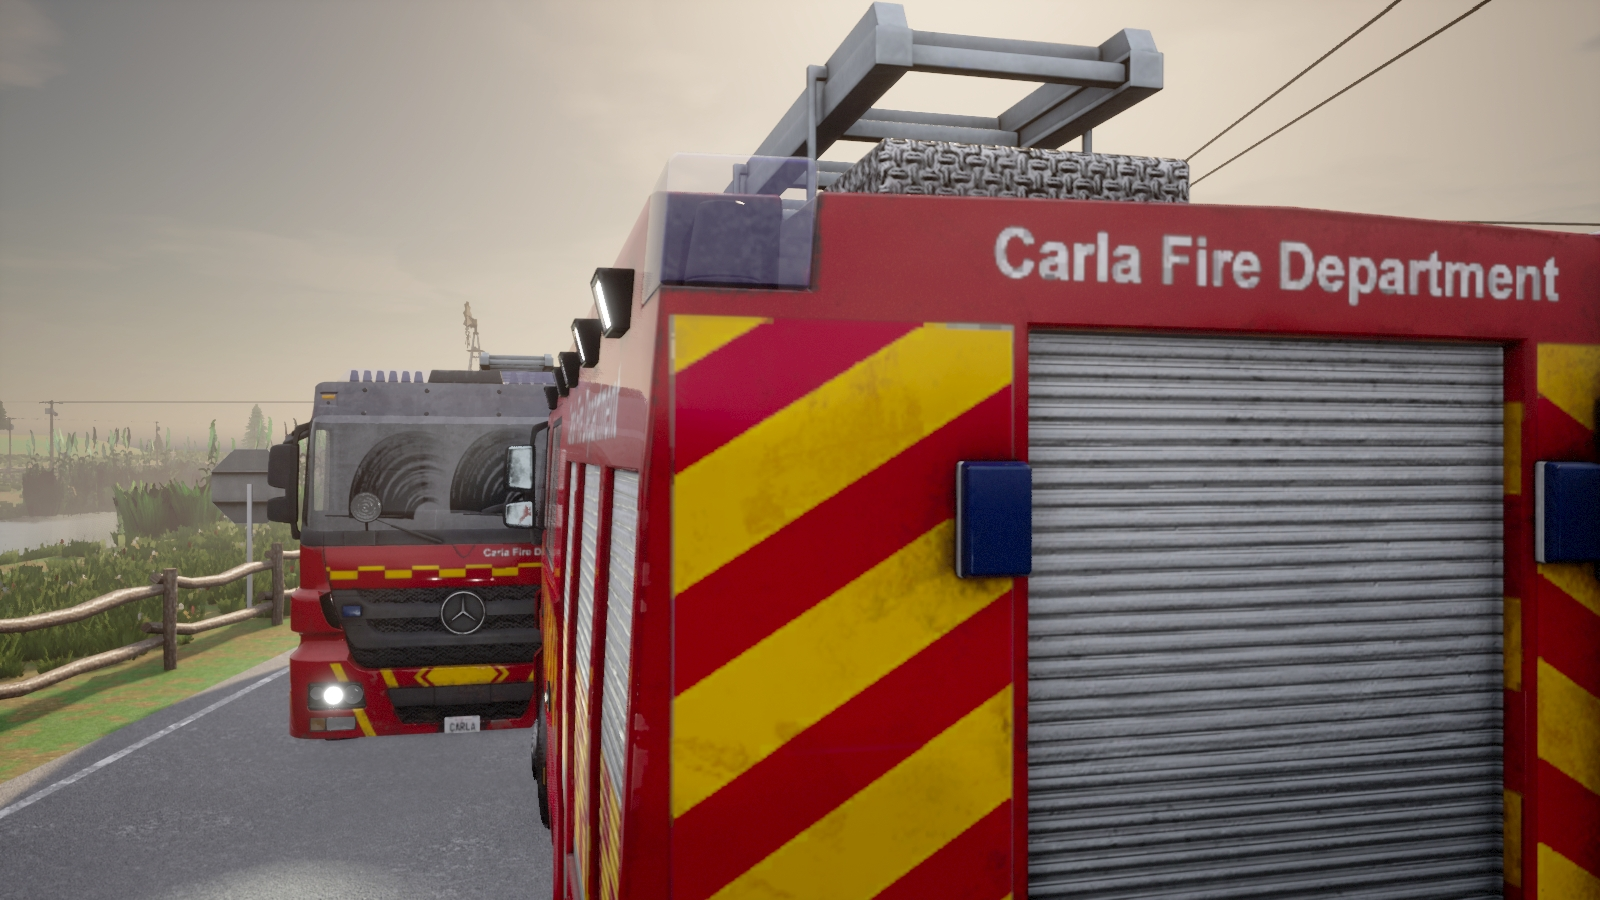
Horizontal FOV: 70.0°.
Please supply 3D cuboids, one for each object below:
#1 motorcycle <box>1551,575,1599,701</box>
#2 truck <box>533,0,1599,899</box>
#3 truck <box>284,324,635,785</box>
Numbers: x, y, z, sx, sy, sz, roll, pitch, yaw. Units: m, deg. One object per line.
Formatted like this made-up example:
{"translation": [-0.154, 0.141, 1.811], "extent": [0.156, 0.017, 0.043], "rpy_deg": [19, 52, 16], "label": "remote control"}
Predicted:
{"translation": [9.800, 2.142, 13.159], "extent": [1.805, 1.316, 0.856], "rpy_deg": [0, 0, -7], "label": "motorcycle"}
{"translation": [-0.057, 0.867, 6.875], "extent": [2.891, 3.827, 8.468], "rpy_deg": [0, 0, -14], "label": "truck"}
{"translation": [-3.896, 0.862, 13.929], "extent": [2.891, 3.827, 8.468], "rpy_deg": [0, 0, -14], "label": "truck"}
